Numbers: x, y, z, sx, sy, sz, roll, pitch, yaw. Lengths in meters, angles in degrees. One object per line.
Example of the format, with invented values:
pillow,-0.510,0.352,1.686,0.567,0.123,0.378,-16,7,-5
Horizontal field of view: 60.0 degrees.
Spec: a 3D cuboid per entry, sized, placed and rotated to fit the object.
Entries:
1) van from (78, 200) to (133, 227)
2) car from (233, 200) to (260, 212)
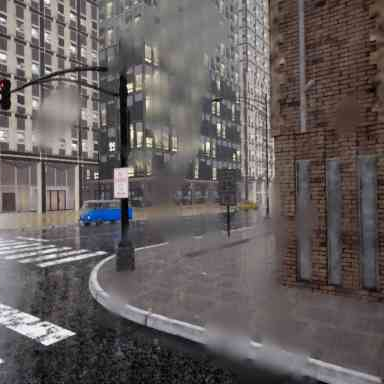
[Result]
van,-6.031,1.460,23.500,1.690,1.788,3.998,-2,-1,36
car,6.804,1.689,41.409,1.752,1.417,4.829,-2,-1,36
